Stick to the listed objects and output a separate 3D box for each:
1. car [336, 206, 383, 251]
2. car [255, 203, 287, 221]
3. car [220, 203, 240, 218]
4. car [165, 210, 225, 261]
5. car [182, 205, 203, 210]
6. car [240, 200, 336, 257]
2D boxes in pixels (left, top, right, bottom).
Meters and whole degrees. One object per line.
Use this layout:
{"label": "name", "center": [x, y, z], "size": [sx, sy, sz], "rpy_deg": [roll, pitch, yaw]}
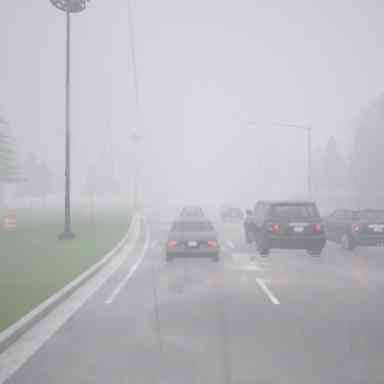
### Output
{"label": "car", "center": [7.048, 1.458, 14.669], "size": [2.097, 1.767, 4.553], "rpy_deg": [0, 0, 1]}
{"label": "car", "center": [7.055, 1.784, 30.220], "size": [1.994, 1.385, 4.181], "rpy_deg": [0, 0, 0]}
{"label": "car", "center": [3.556, 1.745, 30.407], "size": [1.812, 1.442, 4.674], "rpy_deg": [0, 0, 1]}
{"label": "car", "center": [0.026, 1.640, 12.623], "size": [2.033, 1.411, 5.357], "rpy_deg": [0, 0, 0]}
{"label": "car", "center": [0.044, 1.812, 29.141], "size": [1.895, 1.301, 4.718], "rpy_deg": [0, 0, 1]}
{"label": "car", "center": [3.535, 1.322, 13.602], "size": [2.150, 2.045, 5.566], "rpy_deg": [0, 0, 1]}
